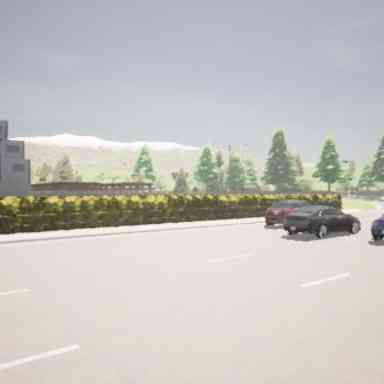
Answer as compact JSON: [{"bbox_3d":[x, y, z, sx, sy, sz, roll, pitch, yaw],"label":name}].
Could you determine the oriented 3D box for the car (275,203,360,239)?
[{"bbox_3d":[6.768,1.479,17.178,4.892,1.490,1.837,0,0,-35],"label":"car"}]

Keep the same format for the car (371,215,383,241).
[{"bbox_3d":[9.921,1.499,15.137,4.674,1.442,1.812,0,0,-36],"label":"car"}]

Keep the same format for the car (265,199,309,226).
[{"bbox_3d":[6.867,1.323,21.547,4.553,1.767,2.097,0,0,-35],"label":"car"}]
